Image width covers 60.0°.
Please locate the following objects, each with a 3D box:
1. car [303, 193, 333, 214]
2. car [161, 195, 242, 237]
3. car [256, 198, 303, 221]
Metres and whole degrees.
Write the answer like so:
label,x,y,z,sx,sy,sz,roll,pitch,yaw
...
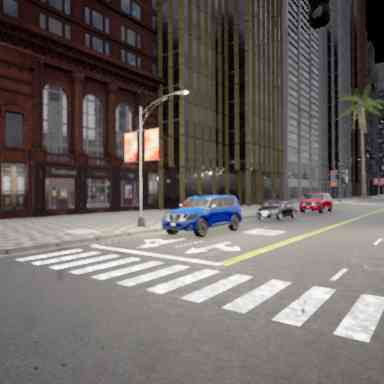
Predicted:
label,x,y,z,sx,sy,sz,roll,pitch,yaw
car,13.118,1.114,35.030,2.150,2.045,5.566,0,0,37
car,0.726,1.213,18.406,2.150,2.045,5.566,0,0,37
car,6.811,1.430,26.580,2.128,1.511,4.902,0,0,36
